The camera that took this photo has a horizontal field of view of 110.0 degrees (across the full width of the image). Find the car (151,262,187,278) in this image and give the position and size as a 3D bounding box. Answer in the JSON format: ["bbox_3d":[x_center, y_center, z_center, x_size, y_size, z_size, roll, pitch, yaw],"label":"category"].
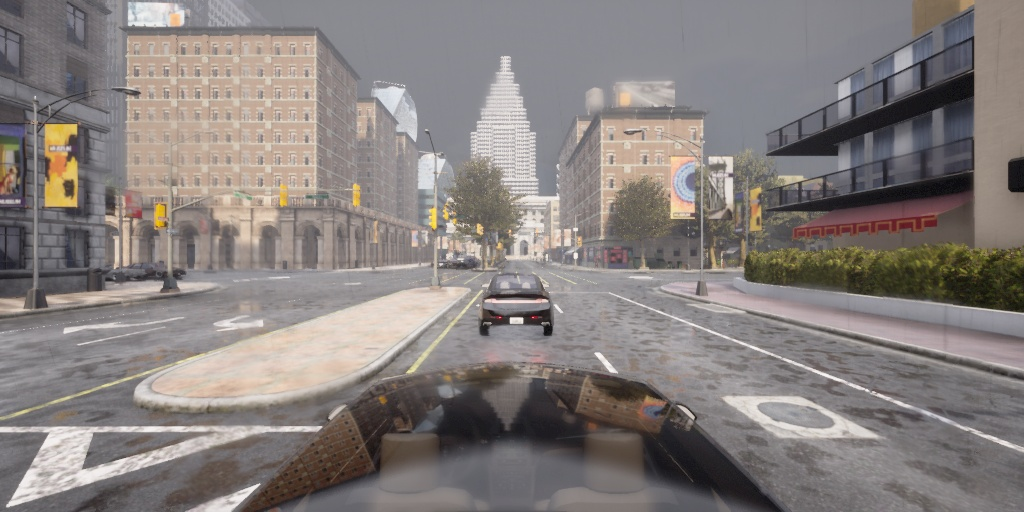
[{"bbox_3d":[-33.849,1.299,33.587,5.357,1.411,2.033,0,0,0],"label":"car"}]

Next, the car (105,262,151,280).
[{"bbox_3d":[-33.826,1.352,30.088,4.718,1.301,1.895,0,0,0],"label":"car"}]

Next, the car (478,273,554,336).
[{"bbox_3d":[0.105,1.242,10.469,2.128,1.511,4.902,0,0,0],"label":"car"}]

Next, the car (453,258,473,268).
[{"bbox_3d":[-8.026,1.354,59.154,1.895,1.301,4.718,0,0,0],"label":"car"}]

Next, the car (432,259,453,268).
[{"bbox_3d":[-11.515,1.245,60.602,2.128,1.511,4.902,0,0,0],"label":"car"}]
